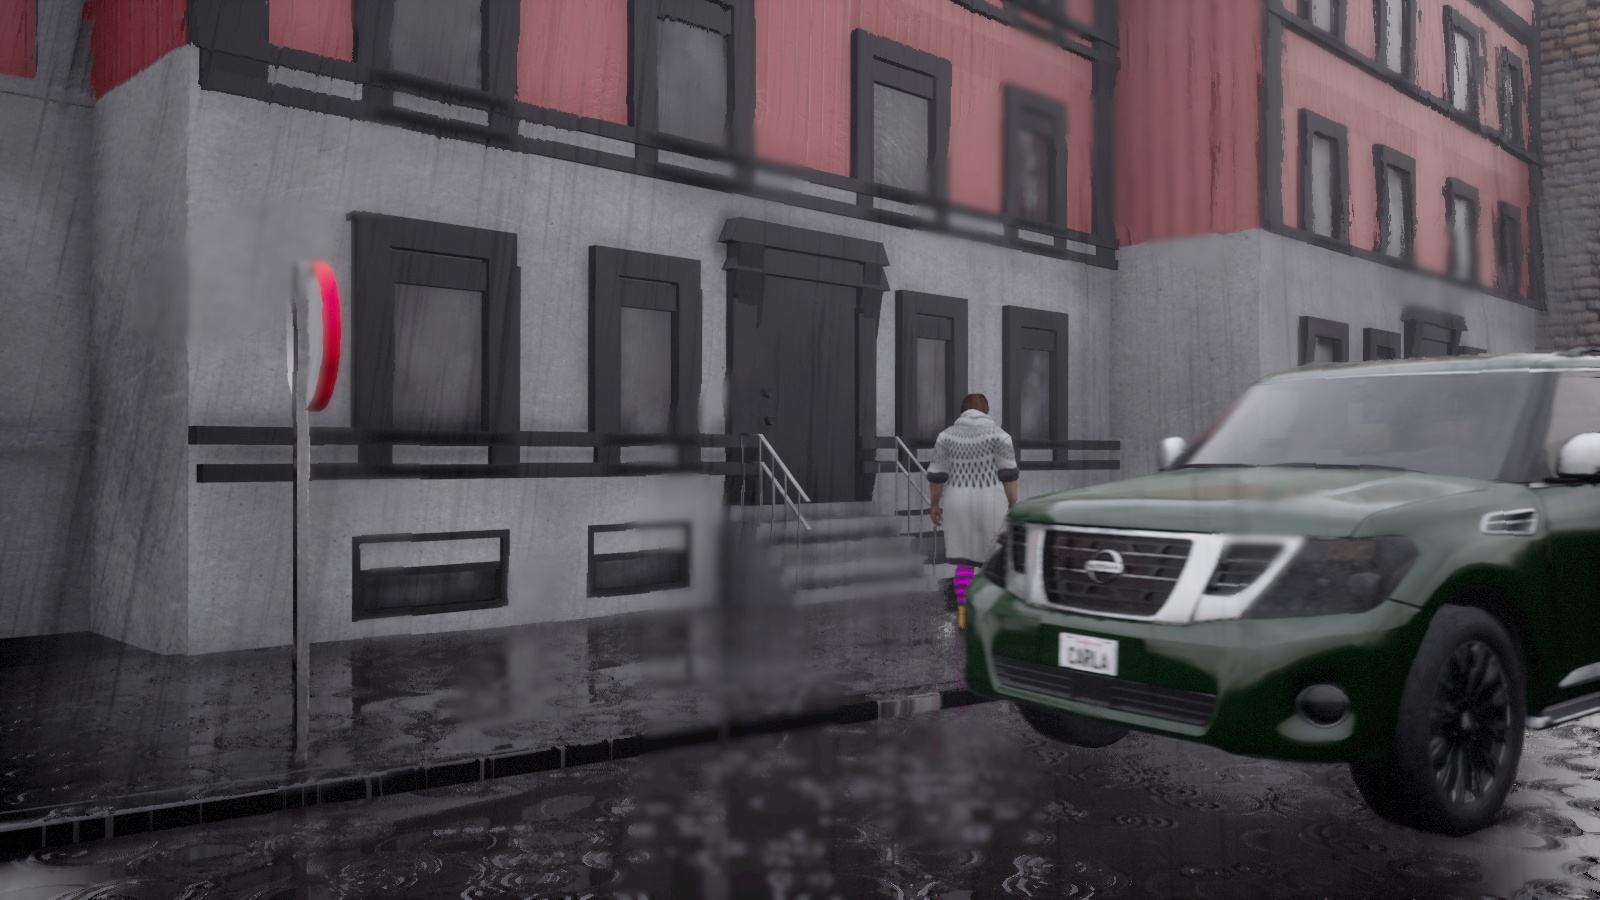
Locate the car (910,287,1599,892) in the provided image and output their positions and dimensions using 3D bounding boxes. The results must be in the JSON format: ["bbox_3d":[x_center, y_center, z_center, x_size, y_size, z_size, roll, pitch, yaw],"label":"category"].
[{"bbox_3d":[3.417,0.473,6.744,5.566,2.045,2.150,0,0,-36],"label":"car"}]

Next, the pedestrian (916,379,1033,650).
[{"bbox_3d":[1.348,0.468,9.612,0.659,1.952,0.873,0,0,25],"label":"pedestrian"}]
